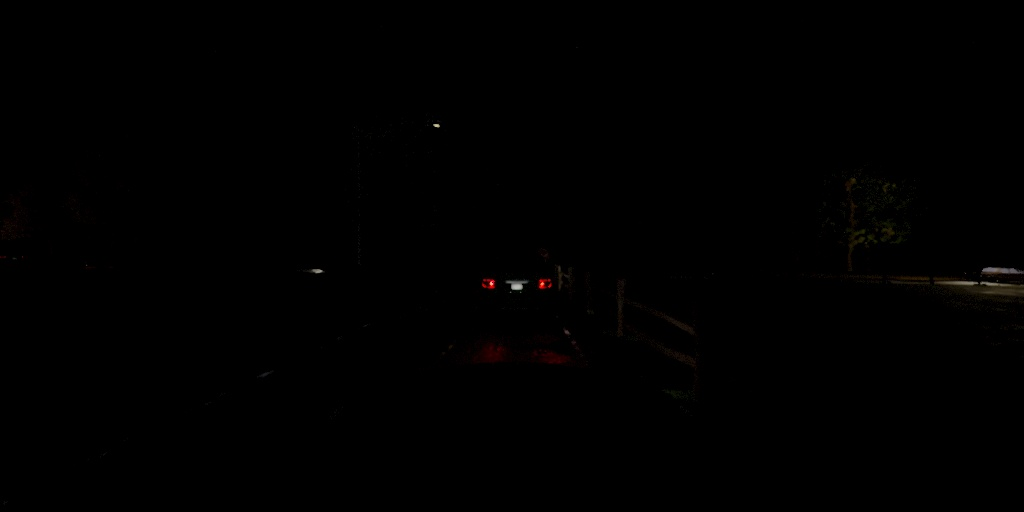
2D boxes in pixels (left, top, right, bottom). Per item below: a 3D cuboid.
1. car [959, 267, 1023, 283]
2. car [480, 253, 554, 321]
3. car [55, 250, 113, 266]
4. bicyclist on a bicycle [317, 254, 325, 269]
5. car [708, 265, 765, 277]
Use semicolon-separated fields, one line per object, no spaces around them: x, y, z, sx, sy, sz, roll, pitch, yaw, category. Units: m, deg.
46.965;1.813;34.666;5.357;1.411;2.033;1;1;3;car
0.147;0.911;12.369;2.150;2.045;5.566;0;0;0;car
-46.495;0.172;38.981;4.553;1.767;2.097;1;0;3;car
-21.818;0.651;40.932;0.582;1.620;1.656;1;1;3;bicyclist on a bicycle
22.335;1.503;35.875;4.718;1.301;1.895;1;1;3;car
